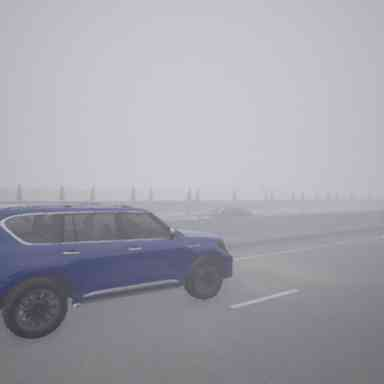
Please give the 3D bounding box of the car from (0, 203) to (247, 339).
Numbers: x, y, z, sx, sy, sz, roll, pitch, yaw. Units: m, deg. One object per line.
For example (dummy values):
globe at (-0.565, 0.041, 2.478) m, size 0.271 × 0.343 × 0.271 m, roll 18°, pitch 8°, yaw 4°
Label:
car at (-1.712, 1.246, 6.834) m, size 5.566 × 2.045 × 2.150 m, roll 1°, pitch 0°, yaw -35°

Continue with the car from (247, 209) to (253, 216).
car at (2.074, 1.633, 22.938) m, size 4.902 × 1.511 × 2.128 m, roll 1°, pitch 0°, yaw -37°

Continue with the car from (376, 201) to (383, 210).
car at (27.415, 1.988, 46.373) m, size 4.902 × 1.511 × 2.128 m, roll 1°, pitch 0°, yaw -37°

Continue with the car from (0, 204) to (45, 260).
car at (-7.728, 1.357, 11.405) m, size 4.553 × 1.767 × 2.097 m, roll 1°, pitch 0°, yaw -36°

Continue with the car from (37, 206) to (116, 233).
car at (-7.068, 1.624, 20.521) m, size 4.181 × 1.385 × 1.994 m, roll 1°, pitch 0°, yaw -36°
